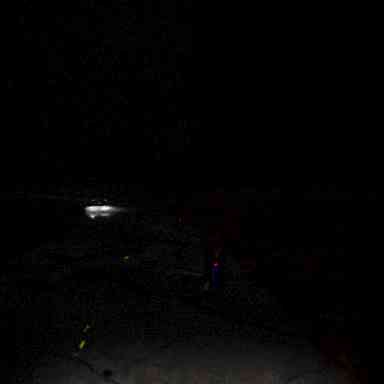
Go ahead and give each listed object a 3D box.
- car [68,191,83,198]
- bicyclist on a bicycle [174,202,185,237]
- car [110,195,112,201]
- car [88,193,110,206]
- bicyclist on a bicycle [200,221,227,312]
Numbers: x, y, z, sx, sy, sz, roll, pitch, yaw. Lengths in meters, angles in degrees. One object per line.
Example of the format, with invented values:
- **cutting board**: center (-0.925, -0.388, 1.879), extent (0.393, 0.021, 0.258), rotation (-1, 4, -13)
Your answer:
- **car**: center (-24.318, 0.521, 69.604), extent (1.812, 1.442, 4.674), rotation (0, 1, -39)
- **bicyclist on a bicycle**: center (-0.609, 1.339, 16.182), extent (0.582, 1.620, 1.656), rotation (1, 0, -9)
- **car**: center (-14.712, 0.820, 55.129), extent (2.033, 1.411, 5.357), rotation (0, 1, -29)
- **car**: center (-12.118, 1.058, 42.521), extent (1.895, 1.301, 4.718), rotation (0, 1, -23)
- **bicyclist on a bicycle**: center (0.445, 1.426, 6.717), extent (0.582, 1.620, 1.656), rotation (0, 0, -4)
